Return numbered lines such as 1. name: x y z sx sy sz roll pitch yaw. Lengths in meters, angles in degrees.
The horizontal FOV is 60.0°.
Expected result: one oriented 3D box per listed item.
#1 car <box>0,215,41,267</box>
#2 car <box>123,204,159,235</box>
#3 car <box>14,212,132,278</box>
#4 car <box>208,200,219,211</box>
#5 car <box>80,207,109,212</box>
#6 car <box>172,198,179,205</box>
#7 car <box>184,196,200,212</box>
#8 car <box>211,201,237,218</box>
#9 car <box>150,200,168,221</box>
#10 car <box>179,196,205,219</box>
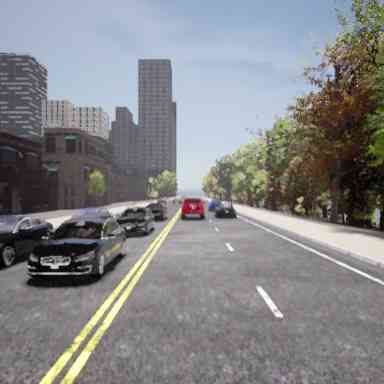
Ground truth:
1. car: -6.603 1.598 11.856 2.128 1.511 4.902 0 -1 0
2. car: -3.344 1.685 20.047 1.837 1.490 4.892 0 -1 0
3. car: -3.353 1.600 10.544 1.837 1.490 4.892 0 -1 0
4. car: 3.282 1.894 46.786 1.882 1.535 5.008 0 0 0
5. car: -6.596 1.747 22.286 2.033 1.411 5.357 0 -1 0
6. car: -3.266 2.061 72.670 2.128 1.511 4.902 0 0 0
7. car: 0.027 1.631 46.203 2.150 2.045 5.566 0 -1 1
8. car: 3.348 1.868 33.938 1.994 1.385 4.181 0 0 0
9. car: -3.310 1.750 30.396 1.882 1.535 5.008 0 0 0
10. car: 0.091 1.512 32.244 2.150 2.045 5.566 0 0 0
